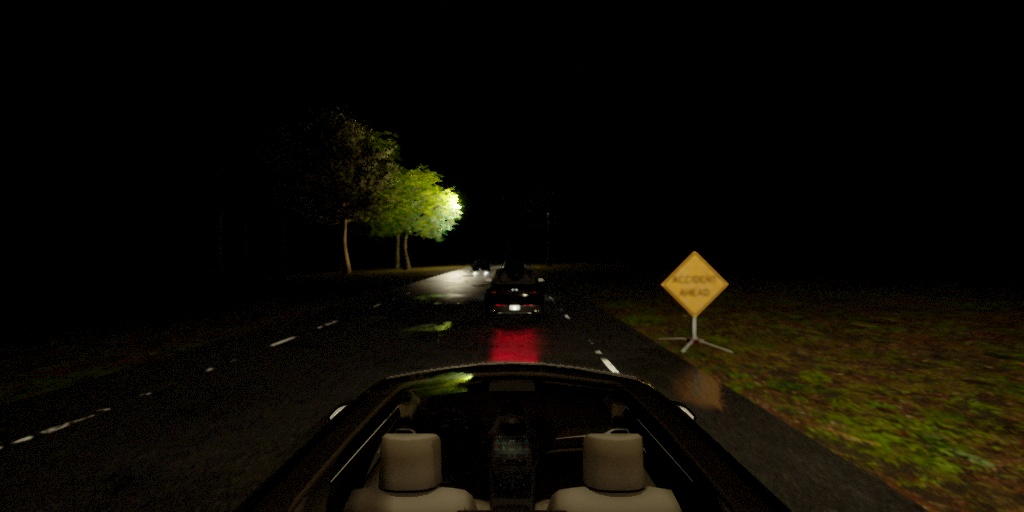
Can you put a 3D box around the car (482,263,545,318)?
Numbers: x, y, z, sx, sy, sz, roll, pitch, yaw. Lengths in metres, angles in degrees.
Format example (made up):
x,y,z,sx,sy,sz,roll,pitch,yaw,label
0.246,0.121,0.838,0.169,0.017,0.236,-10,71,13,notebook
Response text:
x,y,z,sx,sy,sz,roll,pitch,yaw,label
0.090,1.189,12.602,1.837,1.490,4.892,0,1,0,car

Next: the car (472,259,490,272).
x,y,z,sx,sy,sz,roll,pitch,yaw,label
-3.574,1.070,42.470,2.033,1.411,5.357,0,0,0,car

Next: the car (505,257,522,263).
x,y,z,sx,sy,sz,roll,pitch,yaw,label
0.099,1.089,28.645,1.837,1.490,4.892,0,0,0,car

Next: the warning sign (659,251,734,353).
x,y,z,sx,sy,sz,roll,pitch,yaw,label
3.553,0.832,7.017,1.300,1.860,1.060,0,0,0,warning sign
